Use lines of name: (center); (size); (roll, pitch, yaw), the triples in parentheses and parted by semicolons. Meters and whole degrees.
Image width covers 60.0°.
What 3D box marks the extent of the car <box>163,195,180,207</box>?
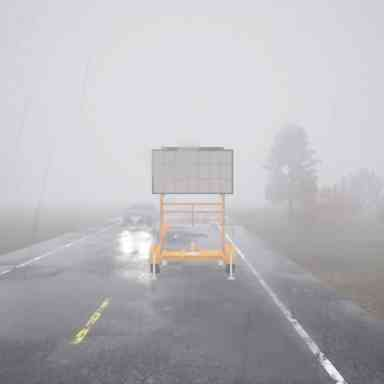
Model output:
car: (-3.400, 1.508, 52.299); (1.882, 1.535, 5.008); (0, 0, 0)

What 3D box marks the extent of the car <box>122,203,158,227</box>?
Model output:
car: (-3.457, 1.496, 22.703); (2.128, 1.511, 4.902); (0, 0, 0)

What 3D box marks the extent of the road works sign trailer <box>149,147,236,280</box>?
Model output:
road works sign trailer: (0.019, 0.465, 9.955); (2.380, 3.560, 2.880); (0, 0, 0)

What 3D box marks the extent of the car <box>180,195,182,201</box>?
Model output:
car: (-3.343, 1.556, 82.618); (2.128, 1.511, 4.902); (0, 0, 0)
